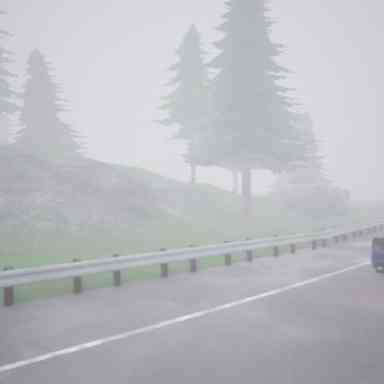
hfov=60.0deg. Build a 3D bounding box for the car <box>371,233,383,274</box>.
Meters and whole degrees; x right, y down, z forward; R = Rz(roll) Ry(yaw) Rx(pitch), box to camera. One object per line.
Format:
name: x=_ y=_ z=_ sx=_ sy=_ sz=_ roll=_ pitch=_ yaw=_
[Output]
car: x=6.958 y=1.501 z=9.591 sx=5.008 sy=1.535 sz=1.882 roll=0 pitch=0 yaw=-41
